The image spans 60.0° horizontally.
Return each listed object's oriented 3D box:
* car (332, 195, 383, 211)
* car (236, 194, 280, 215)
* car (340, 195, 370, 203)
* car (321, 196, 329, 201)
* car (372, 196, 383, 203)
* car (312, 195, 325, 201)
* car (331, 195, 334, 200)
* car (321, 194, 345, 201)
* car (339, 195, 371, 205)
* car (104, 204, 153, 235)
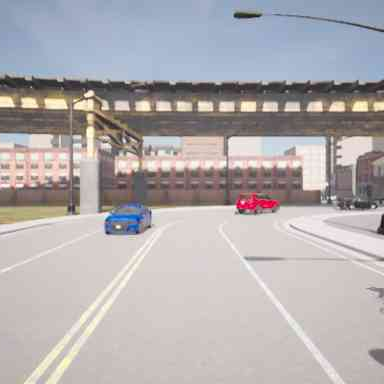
[{"bbox_3d":[20.201,1.456,40.573,4.902,1.511,2.128,0,0,-11],"label":"car"},{"bbox_3d":[6.758,1.186,33.920,2.150,2.045,5.566,0,-1,44],"label":"car"},{"bbox_3d":[28.935,1.244,59.321,1.853,1.218,4.536,0,0,-29],"label":"car"},{"bbox_3d":[29.301,1.385,78.137,4.974,1.542,2.038,0,0,-39],"label":"car"},{"bbox_3d":[32.039,1.246,57.174,1.853,1.218,4.536,0,0,31],"label":"car"},{"bbox_3d":[32.244,1.621,84.724,1.970,1.475,3.806,0,0,1],"label":"car"},{"bbox_3d":[33.333,1.227,78.862,1.853,1.218,4.536,0,0,-34],"label":"car"},{"bbox_3d":[33.304,1.384,78.905,2.038,1.542,4.974,0,0,-34],"label":"car"},{"bbox_3d":[28.961,1.401,59.276,2.038,1.542,4.974,0,0,-29],"label":"car"},{"bbox_3d":[-3.507,1.461,19.000,1.882,1.535,5.008,0,0,3],"label":"car"}]
